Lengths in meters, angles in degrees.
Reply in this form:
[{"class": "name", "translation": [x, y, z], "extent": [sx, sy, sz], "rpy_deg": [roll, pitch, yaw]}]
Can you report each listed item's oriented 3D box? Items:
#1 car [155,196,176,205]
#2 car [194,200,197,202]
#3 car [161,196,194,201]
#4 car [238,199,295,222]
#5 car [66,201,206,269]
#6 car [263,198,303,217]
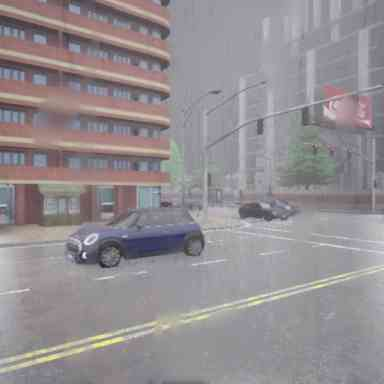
[{"class": "car", "translation": [-4.919, 1.526, 60.662], "extent": [1.812, 1.442, 4.674], "rpy_deg": [0, 0, -35]}, {"class": "car", "translation": [-0.515, 1.547, 41.813], "extent": [2.033, 1.411, 5.357], "rpy_deg": [0, 0, -35]}, {"class": "car", "translation": [-2.209, 1.351, 38.134], "extent": [2.097, 1.767, 4.553], "rpy_deg": [0, 0, -35]}, {"class": "car", "translation": [5.609, 1.526, 26.567], "extent": [1.812, 1.442, 4.674], "rpy_deg": [0, 0, -32]}, {"class": "car", "translation": [-1.808, 1.352, 11.272], "extent": [4.553, 1.767, 2.097], "rpy_deg": [0, 0, -35]}, {"class": "car", "translation": [7.691, 1.352, 30.095], "extent": [2.097, 1.767, 4.553], "rpy_deg": [0, 0, -35]}]
